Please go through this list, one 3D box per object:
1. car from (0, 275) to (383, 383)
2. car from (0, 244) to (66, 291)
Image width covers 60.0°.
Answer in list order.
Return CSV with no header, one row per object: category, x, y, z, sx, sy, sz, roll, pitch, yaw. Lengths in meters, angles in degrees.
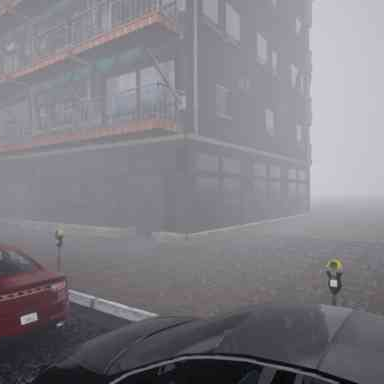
car,0.611,1.566,2.439,4.313,1.339,1.947,0,0,35
car,-3.978,1.545,5.712,4.507,1.381,1.887,0,0,35
